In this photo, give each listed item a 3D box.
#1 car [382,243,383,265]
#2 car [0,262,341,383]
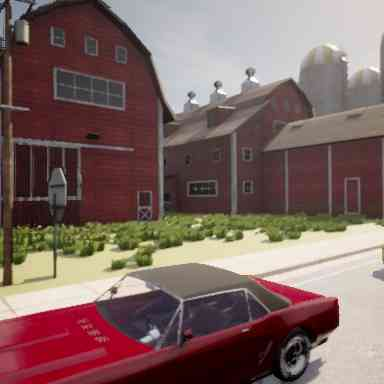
[{"bbox_3d":[7.710,1.534,10.338,5.008,1.535,1.882,0,-1,-39],"label":"car"},{"bbox_3d":[-0.371,1.655,3.955,4.718,1.301,1.895,0,-1,-35],"label":"car"}]
